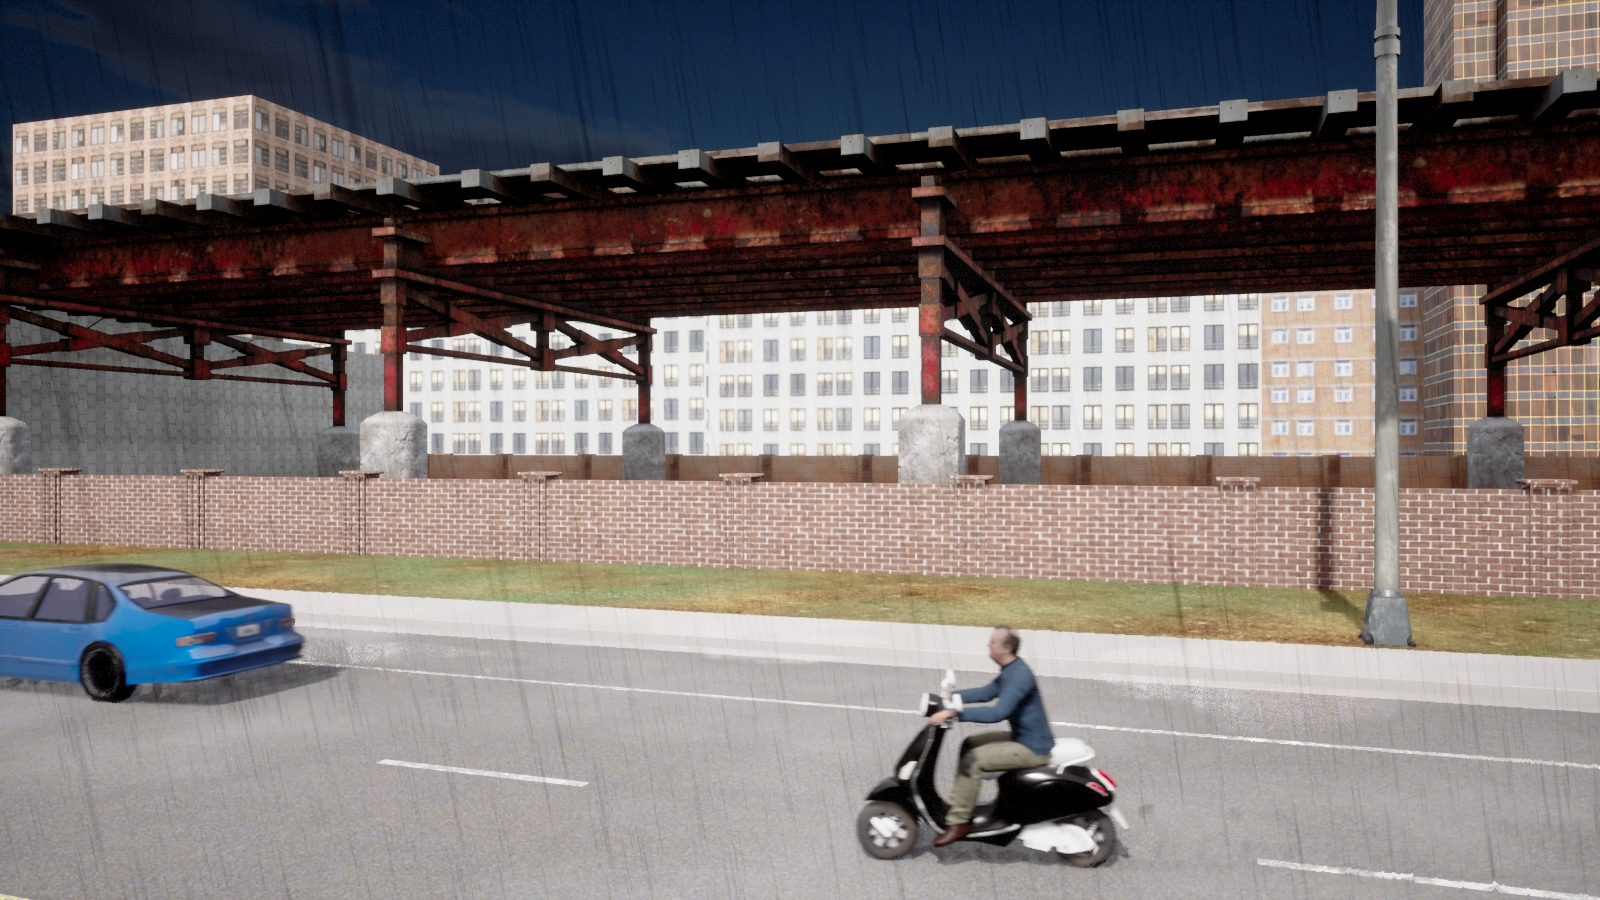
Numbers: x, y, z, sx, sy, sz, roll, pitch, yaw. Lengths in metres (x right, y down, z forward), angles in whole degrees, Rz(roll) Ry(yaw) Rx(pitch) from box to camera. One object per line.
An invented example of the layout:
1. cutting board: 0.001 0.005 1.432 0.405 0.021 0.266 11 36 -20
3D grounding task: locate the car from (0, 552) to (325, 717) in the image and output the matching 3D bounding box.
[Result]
1. car: -8.651 2.106 13.888 5.357 1.411 2.033 0 0 20

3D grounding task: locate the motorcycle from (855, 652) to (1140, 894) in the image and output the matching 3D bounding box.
1. motorcycle: 1.297 2.129 7.733 1.805 1.341 0.856 0 0 6
